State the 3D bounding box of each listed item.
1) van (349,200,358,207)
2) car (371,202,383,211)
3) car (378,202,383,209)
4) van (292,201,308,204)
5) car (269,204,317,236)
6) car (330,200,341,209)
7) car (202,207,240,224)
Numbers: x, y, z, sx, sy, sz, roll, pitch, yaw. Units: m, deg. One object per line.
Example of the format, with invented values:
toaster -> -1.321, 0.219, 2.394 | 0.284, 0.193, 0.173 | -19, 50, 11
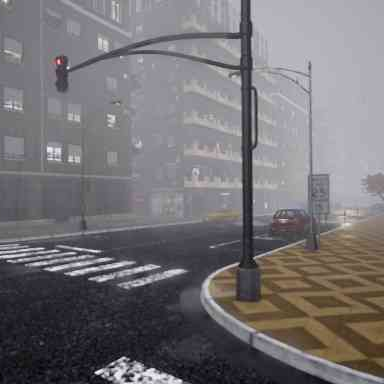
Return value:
van -> 41.626, 2.897, 85.590 | 1.690, 1.788, 3.998 | -2, -2, 35
car -> 32.273, 2.590, 57.657 | 1.947, 1.339, 4.313 | -2, -2, 35
car -> 38.754, 2.752, 66.912 | 2.008, 1.369, 4.403 | -2, -2, 35
van -> 15.736, 2.189, 48.546 | 1.690, 1.788, 3.998 | -2, -2, 35
car -> 6.345, 1.757, 20.642 | 1.967, 1.590, 4.097 | -2, -2, 35
car -> 28.699, 2.516, 67.057 | 2.192, 1.841, 5.009 | -2, -2, 35
car -> 2.677, 2.017, 29.892 | 1.752, 1.417, 4.829 | -2, -2, 35
